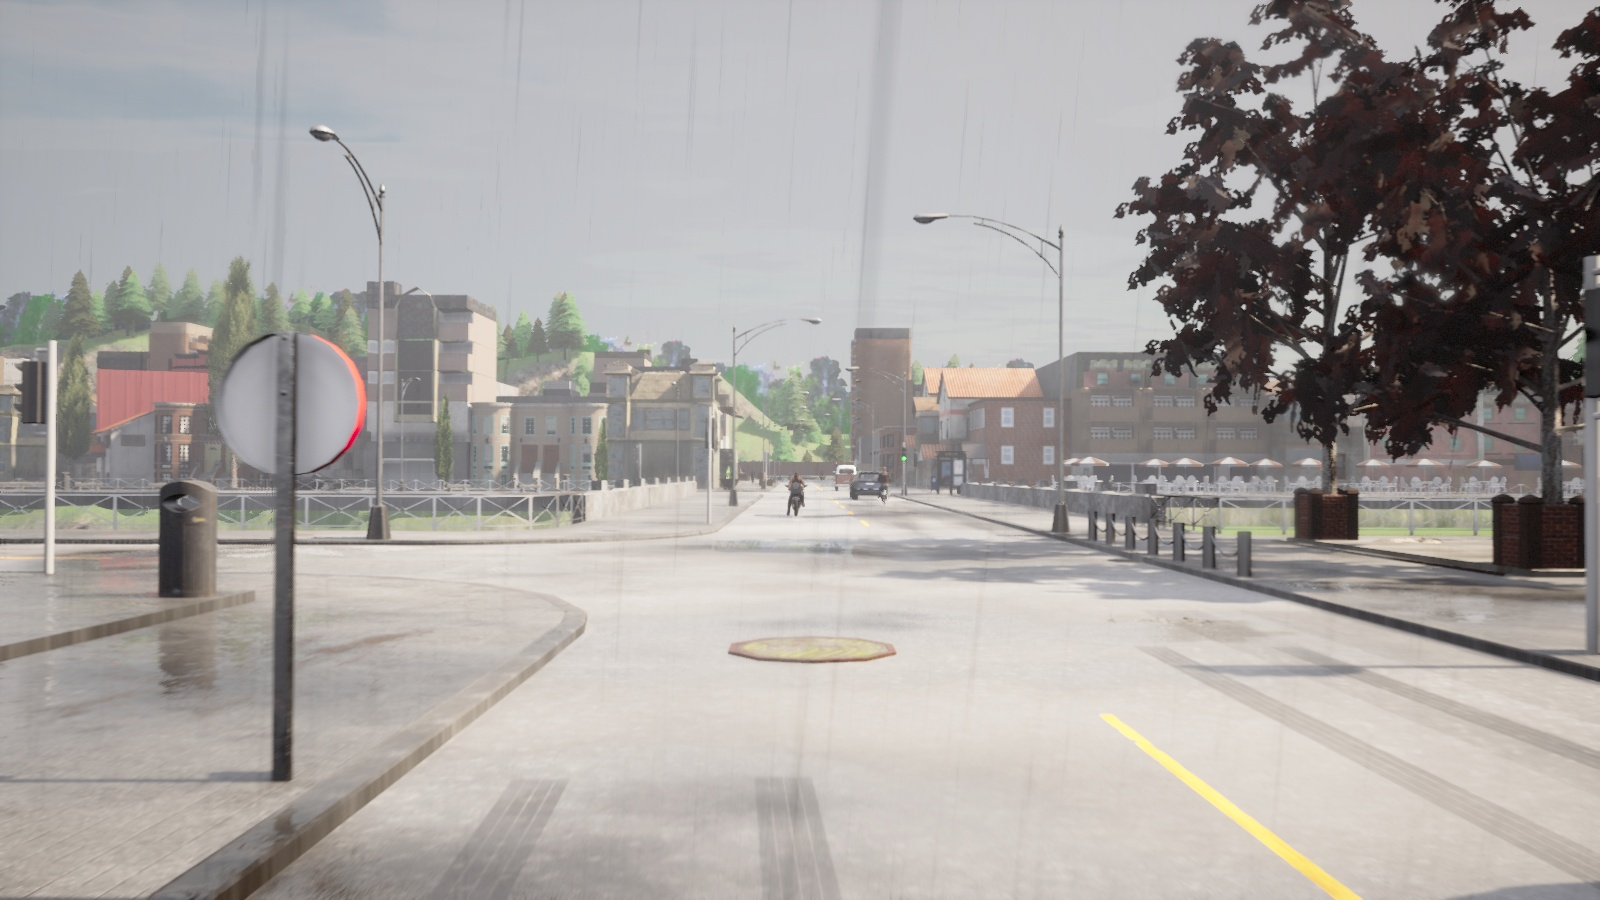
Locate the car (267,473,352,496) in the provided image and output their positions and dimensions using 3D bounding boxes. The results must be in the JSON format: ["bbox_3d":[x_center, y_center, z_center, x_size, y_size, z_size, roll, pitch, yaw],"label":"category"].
[{"bbox_3d":[-33.346,2.356,85.468,5.008,1.535,1.882,0,-1,0],"label":"car"}]

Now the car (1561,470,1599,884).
[{"bbox_3d":[3.836,0.832,3.067,1.789,1.549,3.705,0,-1,2],"label":"car"}]

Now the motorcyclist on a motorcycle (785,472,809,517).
[{"bbox_3d":[-0.109,1.532,43.879,0.797,1.523,2.044,0,-1,1],"label":"motorcyclist on a motorcycle"}]

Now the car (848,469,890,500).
[{"bbox_3d":[3.798,1.903,70.127,2.033,1.649,4.856,0,-1,0],"label":"car"}]
